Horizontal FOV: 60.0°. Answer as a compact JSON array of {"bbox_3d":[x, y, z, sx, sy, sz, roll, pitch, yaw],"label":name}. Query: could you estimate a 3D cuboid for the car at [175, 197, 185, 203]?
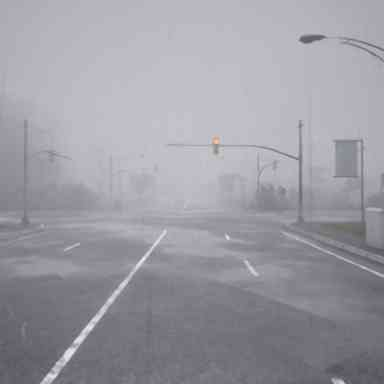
[{"bbox_3d":[-2.814,1.856,78.738,1.837,1.490,4.892,0,0,1],"label":"car"}]
